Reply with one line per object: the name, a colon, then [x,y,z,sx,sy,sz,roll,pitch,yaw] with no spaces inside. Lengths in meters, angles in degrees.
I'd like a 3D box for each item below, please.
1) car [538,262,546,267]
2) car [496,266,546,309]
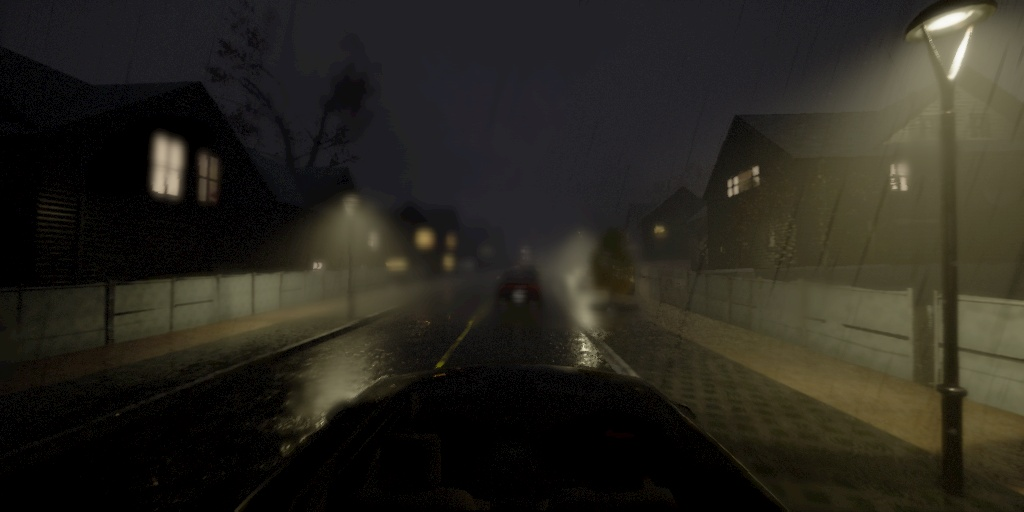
car: [1.654,1.539,30.080,1.837,1.490,4.892,0,0,7]
car: [0.425,1.381,15.986,1.882,1.535,5.008,0,0,4]
